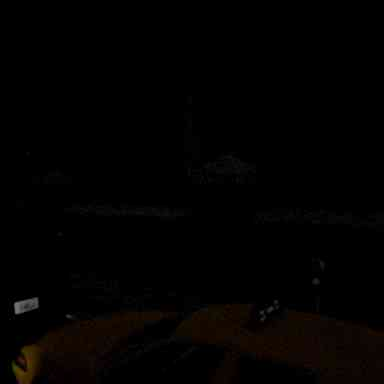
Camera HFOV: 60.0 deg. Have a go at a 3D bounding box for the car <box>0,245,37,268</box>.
[{"bbox_3d":[-3.956,1.607,5.773,4.313,1.339,1.947,0,0,35],"label":"car"}]

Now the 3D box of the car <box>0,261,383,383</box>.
[{"bbox_3d":[0.353,1.533,2.710,4.829,1.417,1.752,0,0,35],"label":"car"}]
